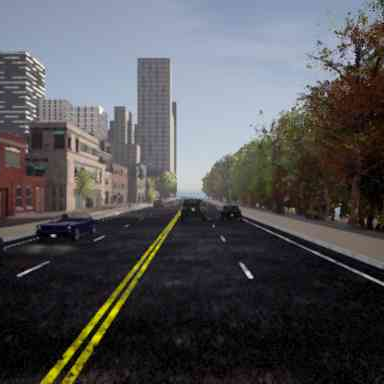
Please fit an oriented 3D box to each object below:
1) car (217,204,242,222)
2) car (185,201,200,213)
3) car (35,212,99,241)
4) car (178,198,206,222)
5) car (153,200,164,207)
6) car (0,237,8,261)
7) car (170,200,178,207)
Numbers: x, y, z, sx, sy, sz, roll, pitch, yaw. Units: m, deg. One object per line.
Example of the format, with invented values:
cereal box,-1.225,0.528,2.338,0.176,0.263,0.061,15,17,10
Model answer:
car,3.345,1.818,30.257,1.882,1.535,5.008,0,0,0
car,0.054,1.983,45.289,1.882,1.535,5.008,0,-1,0
car,-6.595,1.804,18.063,1.895,1.301,4.718,0,-1,0
car,0.097,1.561,30.110,2.150,2.045,5.566,0,0,0
car,-6.519,2.222,65.382,1.882,1.535,5.008,0,0,0
car,-6.604,1.637,7.952,2.033,1.411,5.357,0,-1,0
car,-3.273,2.242,65.519,2.128,1.511,4.902,0,0,0
